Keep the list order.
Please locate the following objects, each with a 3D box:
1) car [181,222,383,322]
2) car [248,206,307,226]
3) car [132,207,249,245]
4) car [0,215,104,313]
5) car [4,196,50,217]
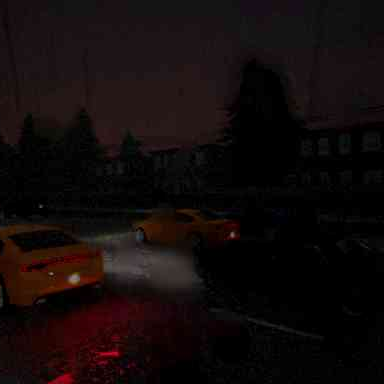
[{"bbox_3d":[2.237,1.550,7.152,4.718,1.301,1.895,-1,0,40],"label":"car"},{"bbox_3d":[2.820,1.401,15.741,5.008,1.535,1.882,-1,0,40],"label":"car"},{"bbox_3d":[-0.414,1.454,13.873,5.008,1.535,1.882,-1,0,40],"label":"car"},{"bbox_3d":[-4.147,1.521,7.877,5.008,1.535,1.882,-1,0,40],"label":"car"},{"bbox_3d":[-15.197,1.392,30.597,5.566,2.045,2.150,-1,0,40],"label":"car"}]
